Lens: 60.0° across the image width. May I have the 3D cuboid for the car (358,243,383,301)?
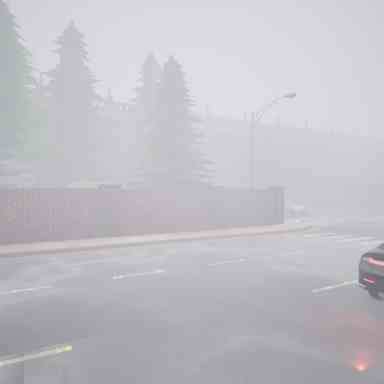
[{"bbox_3d":[5.527,1.491,6.981,4.902,1.511,2.128,0,0,-32],"label":"car"}]

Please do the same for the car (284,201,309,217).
[{"bbox_3d":[9.223,1.581,32.599,1.812,1.442,4.674,0,0,-32],"label":"car"}]
